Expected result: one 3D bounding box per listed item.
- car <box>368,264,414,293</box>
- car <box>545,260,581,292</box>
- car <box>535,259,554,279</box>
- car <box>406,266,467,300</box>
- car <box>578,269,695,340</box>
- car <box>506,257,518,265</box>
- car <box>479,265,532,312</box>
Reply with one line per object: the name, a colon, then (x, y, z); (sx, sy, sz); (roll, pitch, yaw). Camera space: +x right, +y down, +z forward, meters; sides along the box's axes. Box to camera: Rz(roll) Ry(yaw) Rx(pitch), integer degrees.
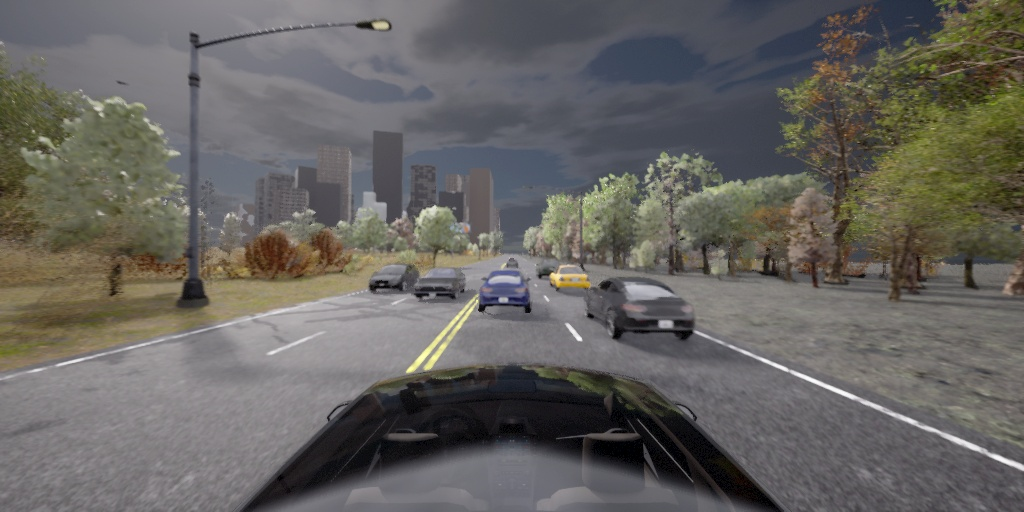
car: (-6.600, 1.203, 20.611); (1.837, 1.490, 4.892); (0, 0, 0)
car: (3.246, 1.192, 21.077); (1.801, 1.575, 5.366); (0, 0, 0)
car: (3.246, 1.070, 31.860); (2.097, 1.767, 4.553); (0, 0, 0)
car: (-3.353, 1.265, 17.802); (2.033, 1.411, 5.357); (0, 0, 0)
car: (3.253, 1.274, 9.883); (1.812, 1.442, 4.674); (1, 0, 0)
car: (0.052, 1.122, 57.352); (2.128, 1.511, 4.902); (0, 0, 0)
car: (-0.221, 1.263, 14.028); (1.812, 1.442, 4.674); (0, 0, 1)
